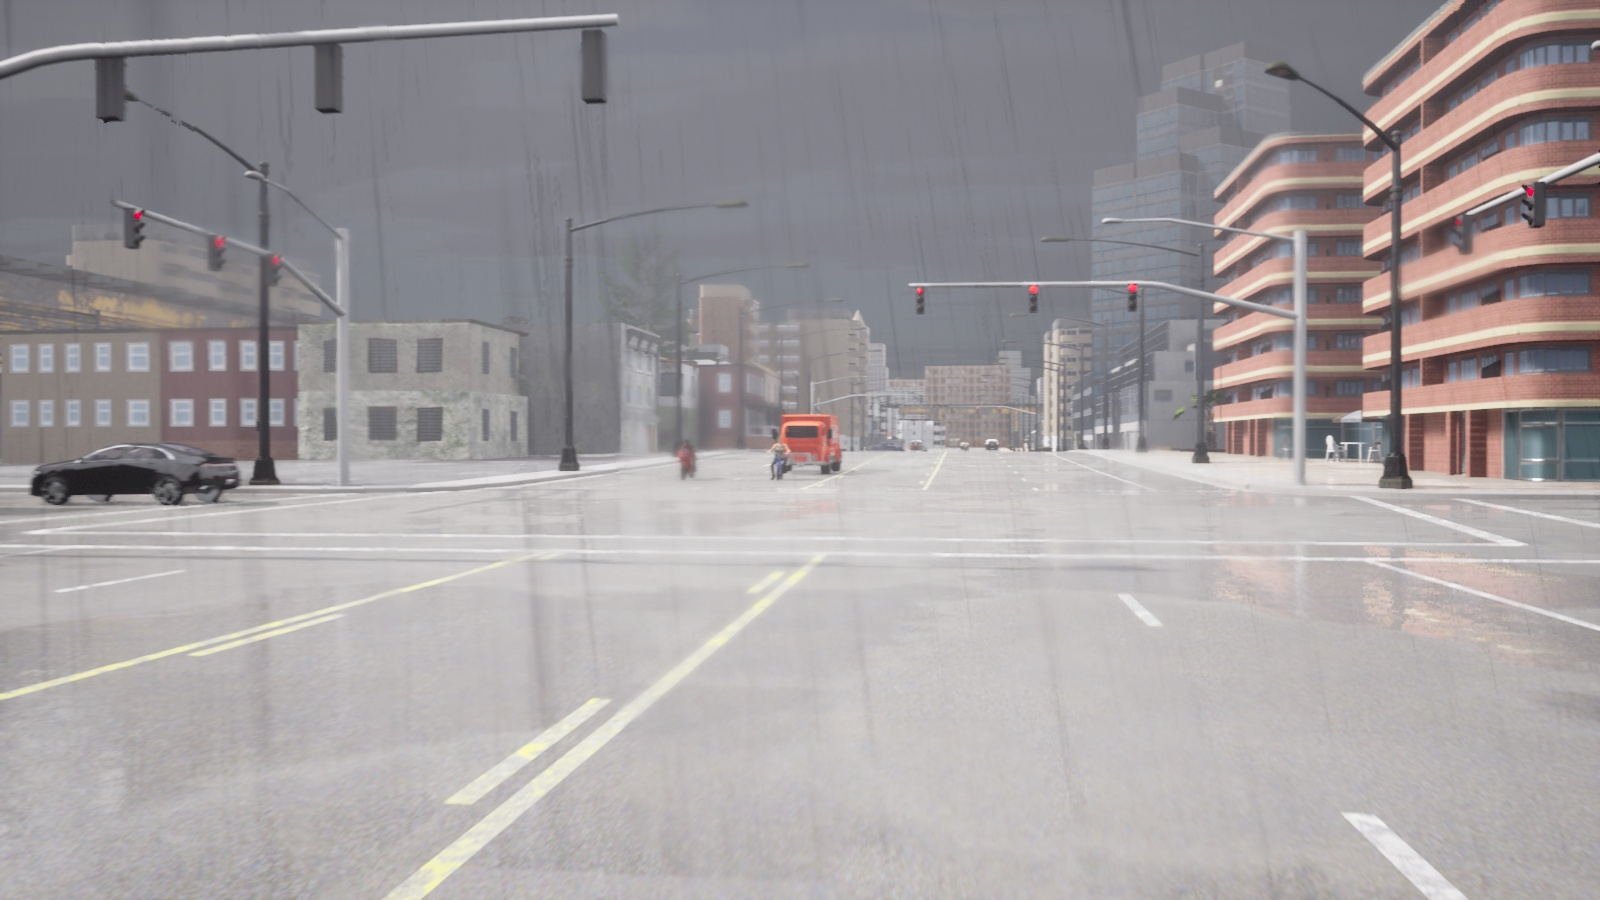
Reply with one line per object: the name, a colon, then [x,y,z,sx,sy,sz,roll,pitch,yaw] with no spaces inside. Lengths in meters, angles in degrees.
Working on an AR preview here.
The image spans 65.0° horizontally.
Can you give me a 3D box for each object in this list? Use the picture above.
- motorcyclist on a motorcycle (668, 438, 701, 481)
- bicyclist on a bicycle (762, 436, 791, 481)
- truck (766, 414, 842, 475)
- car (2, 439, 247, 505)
motorcyclist on a motorcycle: [-4.223,0.337,46.141,0.797,1.523,2.044,0,1,7]
bicyclist on a bicycle: [-0.835,0.299,45.567,0.866,1.612,1.509,0,1,6]
truck: [0.251,-0.277,53.557,2.627,2.467,5.204,0,1,7]
car: [-16.313,0.501,30.479,4.902,1.511,2.128,0,0,6]
